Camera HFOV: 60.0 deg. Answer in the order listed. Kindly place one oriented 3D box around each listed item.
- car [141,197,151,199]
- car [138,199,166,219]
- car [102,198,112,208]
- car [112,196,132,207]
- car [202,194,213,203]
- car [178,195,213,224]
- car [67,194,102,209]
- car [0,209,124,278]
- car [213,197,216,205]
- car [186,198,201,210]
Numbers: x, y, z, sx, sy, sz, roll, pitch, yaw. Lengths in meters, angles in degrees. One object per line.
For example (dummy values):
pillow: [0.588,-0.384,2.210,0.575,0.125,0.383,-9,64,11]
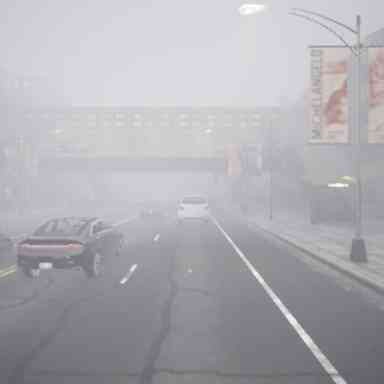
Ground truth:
car: [-6.925,1.531,50.013,1.812,1.442,4.674,0,0,1]
car: [-3.357,1.568,29.125,1.994,1.385,4.181,0,0,0]
car: [-13.516,1.597,48.522,1.895,1.301,4.718,0,0,0]
car: [-10.420,1.604,50.182,1.895,1.301,4.718,0,0,1]
car: [3.296,1.370,70.491,2.185,1.767,4.553,0,0,0]
car: [0.135,1.228,24.594,2.150,2.045,5.566,0,0,0]
car: [-13.486,1.229,41.126,2.435,2.045,5.566,0,0,0]
car: [-3.376,1.492,10.103,2.128,1.511,4.902,0,0,0]
car: [3.238,1.494,59.715,2.231,1.521,4.892,0,0,10]
car: [0.192,1.513,43.859,1.837,1.490,4.892,0,0,1]
